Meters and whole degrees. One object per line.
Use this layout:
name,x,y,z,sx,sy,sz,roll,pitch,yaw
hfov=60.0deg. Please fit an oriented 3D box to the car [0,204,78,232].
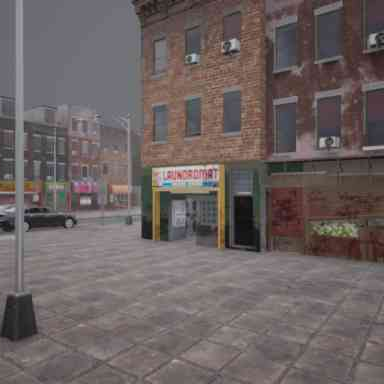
car,-9.290,1.571,20.184,1.837,1.490,4.892,0,0,35
